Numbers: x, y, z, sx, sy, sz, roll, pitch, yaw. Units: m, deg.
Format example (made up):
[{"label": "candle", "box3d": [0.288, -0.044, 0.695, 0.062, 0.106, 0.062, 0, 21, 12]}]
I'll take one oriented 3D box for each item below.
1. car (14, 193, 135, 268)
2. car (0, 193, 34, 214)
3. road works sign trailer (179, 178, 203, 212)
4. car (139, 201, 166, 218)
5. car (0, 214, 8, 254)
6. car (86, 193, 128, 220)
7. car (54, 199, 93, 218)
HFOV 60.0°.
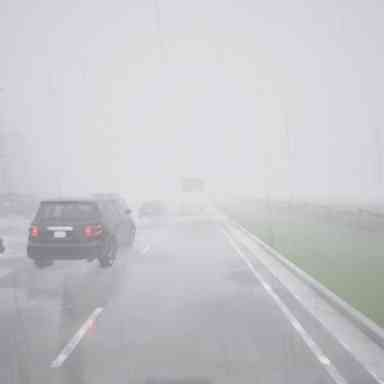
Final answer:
[{"label": "car", "box3d": [-3.400, 1.170, 11.246, 2.150, 2.045, 5.566, 0, 0, 0]}, {"label": "car", "box3d": [-13.901, 1.095, 27.649, 2.150, 2.045, 5.566, 0, 0, 0]}, {"label": "road works sign trailer", "box3d": [-0.003, 0.298, 36.551, 2.380, 3.560, 2.880, 0, 0, 0]}, {"label": "car", "box3d": [-3.403, 1.432, 29.016, 1.994, 1.385, 4.181, 0, 0, 0]}, {"label": "car", "box3d": [-6.900, 1.509, 8.252, 2.033, 1.411, 5.357, 0, 0, 0]}, {"label": "car", "box3d": [-6.902, 1.095, 27.699, 2.150, 2.045, 5.566, 0, 0, 0]}, {"label": "car", "box3d": [-10.402, 1.391, 29.505, 1.812, 1.442, 4.674, 0, 0, 0]}]
